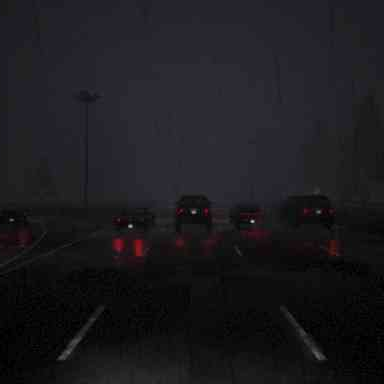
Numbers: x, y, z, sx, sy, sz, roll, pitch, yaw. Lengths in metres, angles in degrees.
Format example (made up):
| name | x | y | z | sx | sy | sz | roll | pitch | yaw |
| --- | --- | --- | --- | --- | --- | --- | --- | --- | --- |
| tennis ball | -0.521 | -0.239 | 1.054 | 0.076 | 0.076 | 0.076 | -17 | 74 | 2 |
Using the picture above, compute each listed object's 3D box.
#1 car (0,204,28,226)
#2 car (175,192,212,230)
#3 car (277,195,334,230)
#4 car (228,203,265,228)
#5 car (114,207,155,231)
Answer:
| name | x | y | z | sx | sy | sz | roll | pitch | yaw |
| --- | --- | --- | --- | --- | --- | --- | --- | --- | --- |
| car | -12.102 | 1.511 | 22.301 | 1.812 | 1.442 | 4.674 | 0 | 0 | -29 |
| car | 0.099 | 1.207 | 21.264 | 2.150 | 2.045 | 5.566 | 0 | 0 | 0 |
| car | 7.099 | 1.207 | 21.311 | 2.150 | 2.045 | 5.566 | 0 | 0 | 0 |
| car | 3.600 | 1.490 | 22.196 | 1.837 | 1.490 | 4.892 | 0 | 0 | 0 |
| car | -3.401 | 1.587 | 20.621 | 1.895 | 1.301 | 4.718 | 0 | 0 | 0 |
